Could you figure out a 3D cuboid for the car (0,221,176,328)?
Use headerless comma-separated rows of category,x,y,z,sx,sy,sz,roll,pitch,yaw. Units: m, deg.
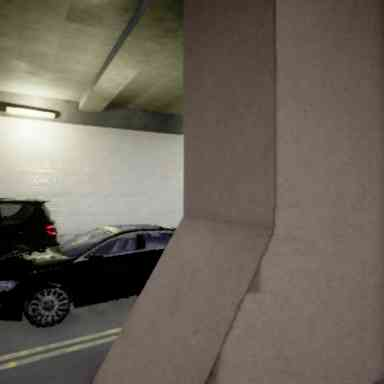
car,-1.561,1.457,6.949,4.902,1.511,2.128,0,0,-33

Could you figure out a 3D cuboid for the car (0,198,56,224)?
car,-6.161,1.175,8.052,5.566,2.045,2.150,0,0,-35
